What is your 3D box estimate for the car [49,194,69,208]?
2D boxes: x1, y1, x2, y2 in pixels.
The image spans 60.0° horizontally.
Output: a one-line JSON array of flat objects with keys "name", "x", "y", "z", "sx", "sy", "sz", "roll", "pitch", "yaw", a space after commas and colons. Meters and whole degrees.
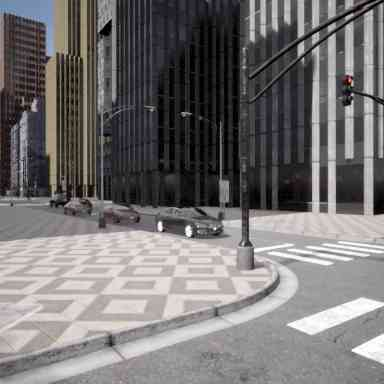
[{"name": "car", "x": -20.647, "y": 1.368, "z": 52.066, "sx": 2.150, "sy": 2.045, "sz": 5.566, "roll": 0, "pitch": 0, "yaw": -35}]

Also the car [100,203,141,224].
[{"name": "car", "x": -5.639, "y": 1.596, "z": 25.638, "sx": 1.812, "sy": 1.442, "sz": 4.674, "roll": 0, "pitch": 0, "yaw": -35}]

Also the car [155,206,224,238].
[{"name": "car", "x": -0.266, "y": 1.546, "z": 18.097, "sx": 1.837, "sy": 1.490, "sz": 4.892, "roll": 0, "pitch": 0, "yaw": -35}]

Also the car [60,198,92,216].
[{"name": "car", "x": -11.936, "y": 1.627, "z": 34.505, "sx": 1.812, "sy": 1.442, "sz": 4.674, "roll": 0, "pitch": 0, "yaw": -35}]
